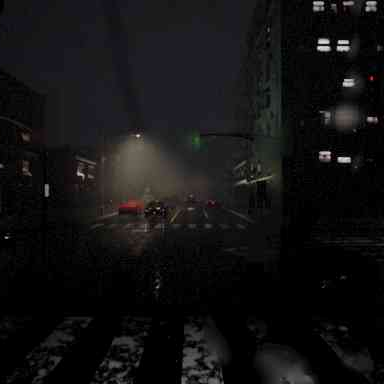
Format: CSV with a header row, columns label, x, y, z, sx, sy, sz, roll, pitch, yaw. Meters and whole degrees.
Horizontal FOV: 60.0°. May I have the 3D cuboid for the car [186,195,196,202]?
label,x,y,z,sx,sy,sz,roll,pitch,yaw
car,-0.169,1.378,70.017,2.033,1.411,5.357,0,0,0

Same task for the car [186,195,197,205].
label,x,y,z,sx,sy,sz,roll,pitch,yaw
car,-0.143,1.551,59.591,2.033,1.411,5.357,0,0,0

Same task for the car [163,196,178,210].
label,x,y,z,sx,sy,sz,roll,pitch,yaw
car,-3.183,1.480,42.685,1.882,1.535,5.008,0,0,0

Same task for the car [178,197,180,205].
label,x,y,z,sx,sy,sz,roll,pitch,yaw
car,-3.183,1.510,60.062,1.837,1.490,4.892,0,0,0

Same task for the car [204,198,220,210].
label,x,y,z,sx,sy,sz,roll,pitch,yaw
car,2.601,1.443,43.357,1.967,1.590,4.097,1,0,0

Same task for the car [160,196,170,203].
label,x,y,z,sx,sy,sz,roll,pitch,yaw
car,-5.850,1.588,71.709,1.802,1.307,4.206,1,0,0

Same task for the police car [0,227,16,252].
label,x,y,z,sx,sy,sz,roll,pitch,yaw
police car,-9.050,1.528,11.919,4.974,1.542,2.038,-1,0,0

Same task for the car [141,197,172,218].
label,x,y,z,sx,sy,sz,roll,pitch,yaw
car,-3.164,1.507,30.414,1.837,1.490,4.892,0,0,0

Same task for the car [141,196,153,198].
label,x,y,z,sx,sy,sz,roll,pitch,yaw
car,-5.767,1.547,37.589,1.887,1.381,4.507,1,0,0

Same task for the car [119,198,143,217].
label,x,y,z,sx,sy,sz,roll,pitch,yaw
car,-5.830,1.547,31.907,1.887,1.381,4.507,1,0,0
